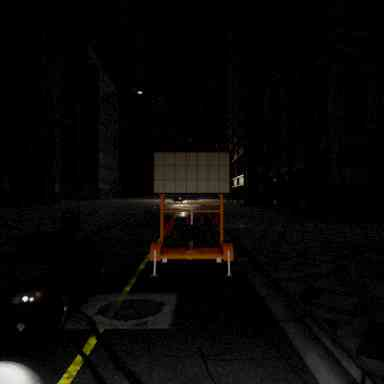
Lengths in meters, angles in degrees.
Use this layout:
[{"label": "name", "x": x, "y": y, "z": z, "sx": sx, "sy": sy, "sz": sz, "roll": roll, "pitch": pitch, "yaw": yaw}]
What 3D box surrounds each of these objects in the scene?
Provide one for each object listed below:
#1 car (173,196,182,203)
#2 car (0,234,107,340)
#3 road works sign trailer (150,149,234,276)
[{"label": "car", "x": -3.056, "y": 1.583, "z": 71.720, "sx": 2.033, "sy": 1.411, "sz": 5.357, "roll": 0, "pitch": 0, "yaw": 0}, {"label": "car", "x": -3.104, "y": 1.567, "z": 6.617, "sx": 1.994, "sy": 1.385, "sz": 4.181, "roll": 0, "pitch": 0, "yaw": 0}, {"label": "road works sign trailer", "x": -0.006, "y": 0.469, "z": 10.301, "sx": 2.380, "sy": 3.560, "sz": 2.880, "roll": 0, "pitch": 0, "yaw": 0}]
